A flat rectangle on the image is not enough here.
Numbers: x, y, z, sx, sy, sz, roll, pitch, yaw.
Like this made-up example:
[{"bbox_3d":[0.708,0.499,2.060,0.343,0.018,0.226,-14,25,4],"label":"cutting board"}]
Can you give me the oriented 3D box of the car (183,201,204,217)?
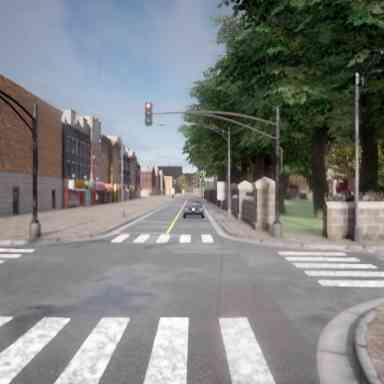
[{"bbox_3d":[0.144,1.541,30.669,2.033,1.411,5.357,0,0,0],"label":"car"}]
